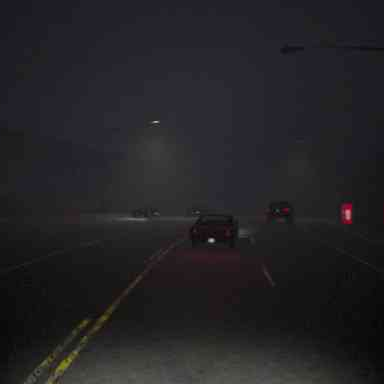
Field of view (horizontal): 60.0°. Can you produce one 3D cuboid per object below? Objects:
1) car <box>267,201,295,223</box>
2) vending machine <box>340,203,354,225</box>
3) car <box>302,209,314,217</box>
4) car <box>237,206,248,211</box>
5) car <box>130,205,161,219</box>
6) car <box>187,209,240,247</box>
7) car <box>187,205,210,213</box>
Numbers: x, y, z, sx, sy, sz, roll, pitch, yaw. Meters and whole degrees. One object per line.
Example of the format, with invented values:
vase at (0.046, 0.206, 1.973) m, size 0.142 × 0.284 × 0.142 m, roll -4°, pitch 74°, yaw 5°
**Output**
car at (8.981, 2.008, 33.427) m, size 2.150 × 2.045 × 5.566 m, roll 0°, pitch -3°, yaw 22°
vending machine at (15.247, 2.143, 32.668) m, size 1.100 × 2.100 × 0.880 m, roll 2°, pitch -1°, yaw 21°
car at (21.446, 3.901, 61.588) m, size 1.812 × 1.442 × 4.674 m, roll 1°, pitch -3°, yaw 24°
car at (11.289, 3.885, 73.563) m, size 1.812 × 1.442 × 4.674 m, roll 1°, pitch -3°, yaw 24°
car at (-4.869, 2.059, 35.263) m, size 1.994 × 1.385 × 4.181 m, roll 1°, pitch -2°, yaw 18°
car at (1.168, 1.687, 15.481) m, size 1.895 × 1.301 × 4.718 m, roll 1°, pitch -1°, yaw 10°
car at (0.964, 2.401, 41.098) m, size 1.837 × 1.490 × 4.892 m, roll 1°, pitch -2°, yaw 22°
